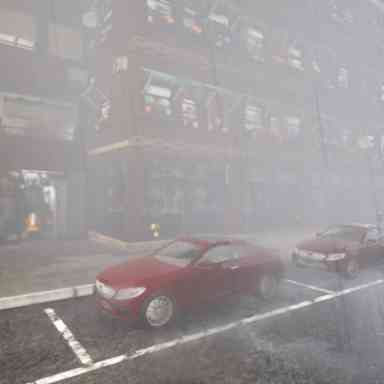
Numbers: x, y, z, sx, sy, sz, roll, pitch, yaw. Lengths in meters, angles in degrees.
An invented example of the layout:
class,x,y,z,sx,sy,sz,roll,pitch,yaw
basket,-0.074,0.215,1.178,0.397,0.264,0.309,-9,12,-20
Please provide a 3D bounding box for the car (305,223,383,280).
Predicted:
class,x,y,z,sx,sy,sz,roll,pitch,yaw
car,4.821,1.617,10.019,4.206,1.307,1.802,1,1,-35

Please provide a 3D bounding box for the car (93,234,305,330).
class,x,y,z,sx,sy,sz,roll,pitch,yaw
car,0.161,1.567,6.799,4.206,1.307,1.802,1,1,-35
